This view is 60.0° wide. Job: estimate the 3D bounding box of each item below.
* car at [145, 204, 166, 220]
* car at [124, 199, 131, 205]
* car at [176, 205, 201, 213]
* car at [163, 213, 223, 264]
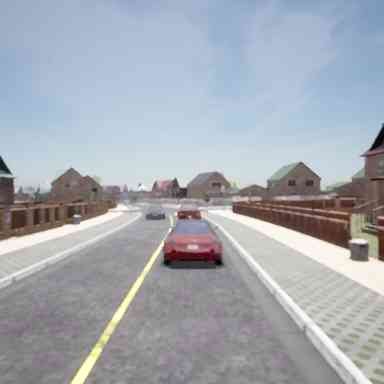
[{"bbox_3d":[-3.465,1.879,32.274,1.812,1.442,4.674,0,-1,-4],"label":"car"},{"bbox_3d":[-18.075,2.790,93.779,1.812,1.442,4.674,0,-1,-22],"label":"car"},{"bbox_3d":[-0.306,1.774,27.624,1.882,1.535,5.008,0,-1,-3],"label":"car"},{"bbox_3d":[0.042,1.692,12.307,1.994,1.385,4.181,0,0,0],"label":"car"}]
